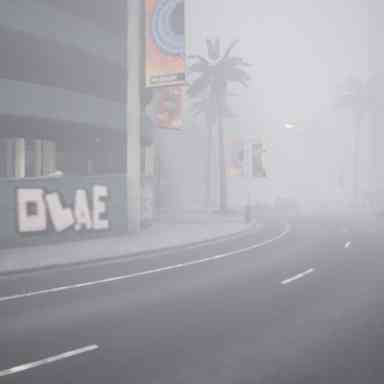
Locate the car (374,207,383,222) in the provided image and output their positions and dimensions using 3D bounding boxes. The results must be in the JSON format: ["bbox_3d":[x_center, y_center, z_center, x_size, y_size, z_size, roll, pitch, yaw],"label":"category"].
[{"bbox_3d":[16.385,1.792,26.899,2.128,1.511,4.902,0,-1,9],"label":"car"}]

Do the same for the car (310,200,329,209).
[{"bbox_3d":[22.715,2.156,59.352,2.231,1.521,4.892,0,-1,-2],"label":"car"}]

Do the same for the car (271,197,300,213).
[{"bbox_3d":[12.999,1.751,45.883,2.150,2.045,5.566,0,-1,-2],"label":"car"}]

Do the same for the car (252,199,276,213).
[{"bbox_3d":[9.520,2.047,45.026,1.812,1.442,4.674,0,-1,-2],"label":"car"}]

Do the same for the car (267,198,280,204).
[{"bbox_3d":[21.751,2.375,88.711,2.185,1.767,4.553,0,-1,-2],"label":"car"}]
